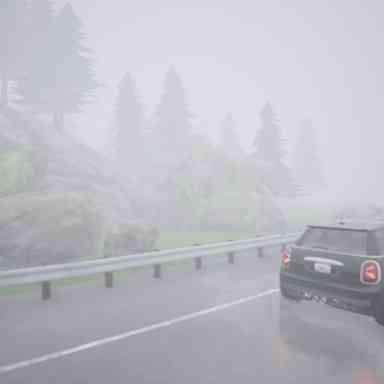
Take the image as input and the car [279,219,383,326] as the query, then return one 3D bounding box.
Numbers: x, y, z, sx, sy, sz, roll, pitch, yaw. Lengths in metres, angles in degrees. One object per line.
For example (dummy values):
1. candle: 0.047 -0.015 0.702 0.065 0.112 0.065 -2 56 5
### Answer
1. car: 3.956 1.372 7.309 4.553 1.767 2.097 0 0 -40
